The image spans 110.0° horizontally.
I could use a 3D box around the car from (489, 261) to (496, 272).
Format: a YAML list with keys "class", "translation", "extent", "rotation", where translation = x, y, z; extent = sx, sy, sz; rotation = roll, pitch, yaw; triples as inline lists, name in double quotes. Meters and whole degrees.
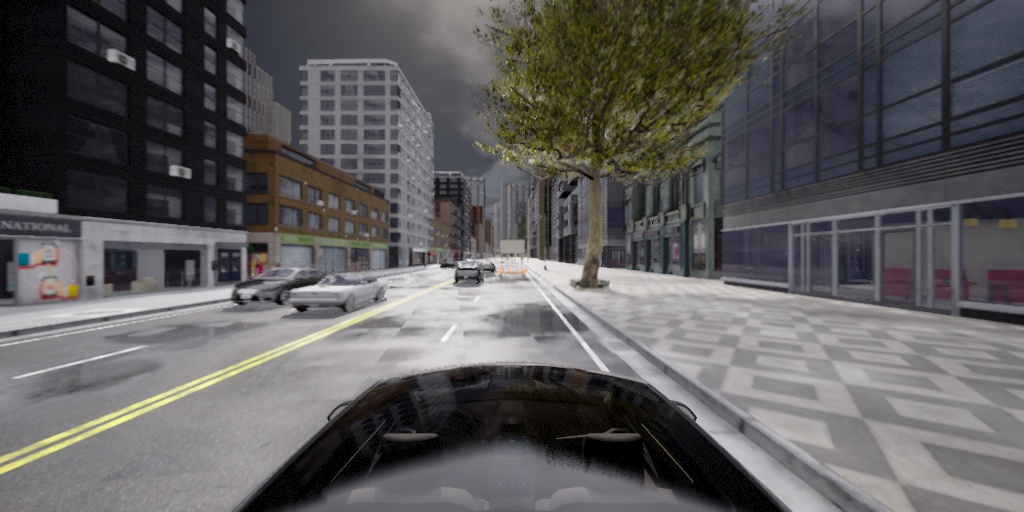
- class: "car"
  translation: [-3.130, 1.299, 45.432]
  extent: [1.994, 1.385, 4.181]
  rotation: [0, 0, 0]

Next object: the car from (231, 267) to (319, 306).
- class: "car"
  translation: [-9.842, 1.236, 15.725]
  extent: [2.128, 1.511, 4.902]
  rotation: [0, 0, 0]

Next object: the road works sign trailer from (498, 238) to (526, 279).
- class: "road works sign trailer"
  translation: [0.015, 0.202, 32.141]
  extent: [2.380, 3.560, 2.880]
  rotation: [0, 0, 0]

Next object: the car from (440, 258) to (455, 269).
- class: "car"
  translation: [-9.780, 1.085, 55.738]
  extent: [2.097, 1.767, 4.553]
  rotation: [0, 0, 0]

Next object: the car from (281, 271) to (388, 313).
- class: "car"
  translation: [-6.595, 1.345, 14.191]
  extent: [1.895, 1.301, 4.718]
  rotation: [0, 0, 0]

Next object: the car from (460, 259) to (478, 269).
- class: "car"
  translation: [-6.534, 1.224, 55.227]
  extent: [2.128, 1.511, 4.902]
  rotation: [0, 0, 0]

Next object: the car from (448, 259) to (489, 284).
- class: "car"
  translation: [-3.139, 1.231, 27.014]
  extent: [2.128, 1.511, 4.902]
  rotation: [0, 0, 0]
